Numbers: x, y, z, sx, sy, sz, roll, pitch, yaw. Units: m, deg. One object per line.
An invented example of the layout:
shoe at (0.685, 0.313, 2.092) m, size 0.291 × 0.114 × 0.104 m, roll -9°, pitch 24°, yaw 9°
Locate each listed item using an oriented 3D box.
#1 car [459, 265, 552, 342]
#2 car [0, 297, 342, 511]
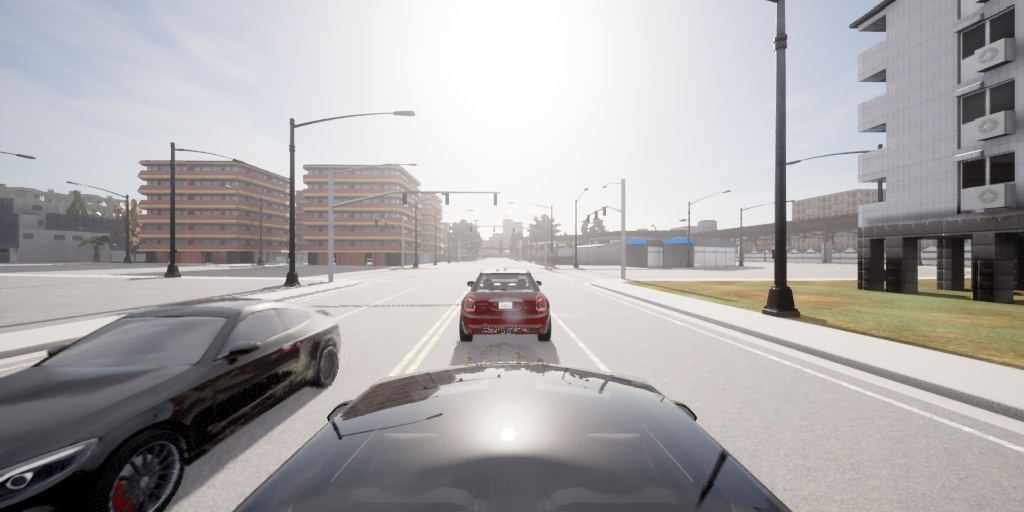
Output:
car at (-0.203, 1.102, 9.981) m, size 2.097 × 1.767 × 4.553 m, roll 0°, pitch 0°, yaw -2°
car at (-3.639, 1.276, 4.152) m, size 1.812 × 1.442 × 4.674 m, roll 0°, pitch 0°, yaw -2°
